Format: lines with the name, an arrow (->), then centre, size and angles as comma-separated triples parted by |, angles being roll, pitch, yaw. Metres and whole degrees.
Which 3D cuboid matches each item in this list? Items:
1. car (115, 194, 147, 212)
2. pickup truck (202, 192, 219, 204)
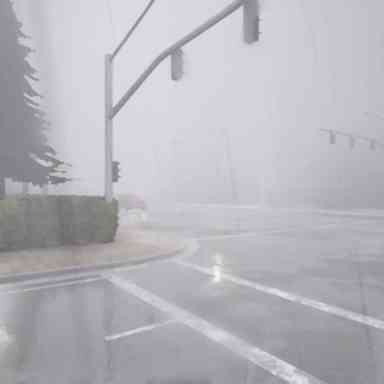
car -> -7.514, 1.222, 39.987 | 2.150, 2.045, 5.566 | 0, 0, -36
pickup truck -> 3.190, 1.063, 59.618 | 2.390, 2.098, 6.274 | 0, 0, -6
